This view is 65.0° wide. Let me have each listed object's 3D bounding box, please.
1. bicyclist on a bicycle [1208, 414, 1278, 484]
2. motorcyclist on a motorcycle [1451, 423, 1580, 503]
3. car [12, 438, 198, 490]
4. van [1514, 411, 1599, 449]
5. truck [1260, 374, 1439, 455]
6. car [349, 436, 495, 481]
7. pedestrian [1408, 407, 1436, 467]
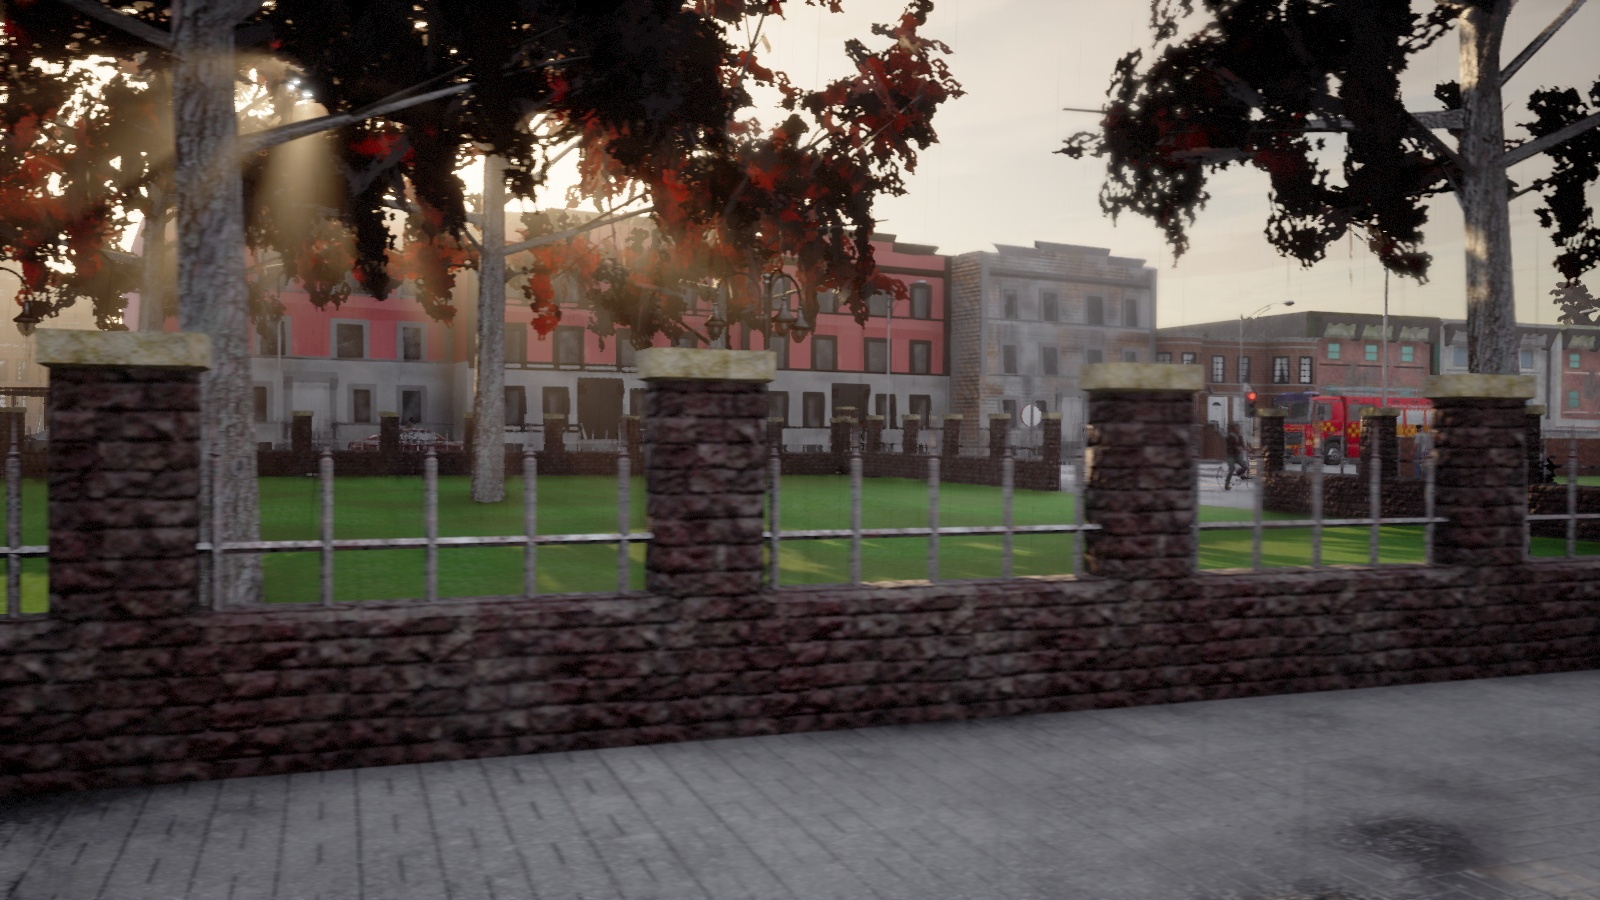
[{"bbox_3d":[11.580,-0.029,32.895,0.659,1.776,1.843,-1,1,-21],"label":"bicyclist on a bicycle"},{"bbox_3d":[14.375,0.229,25.314,0.866,1.530,2.191,-1,1,-22],"label":"motorcyclist on a motorcycle"},{"bbox_3d":[-21.843,0.404,39.699,4.892,1.490,1.837,-1,1,-20],"label":"car"},{"bbox_3d":[40.558,-1.077,67.011,4.442,1.987,1.775,-1,1,-20],"label":"van"},{"bbox_3d":[27.188,-1.747,62.080,8.468,3.827,2.891,-1,1,-20],"label":"truck"},{"bbox_3d":[-12.959,0.260,42.996,4.674,1.442,1.812,-1,1,-20],"label":"car"},{"bbox_3d":[19.222,-0.394,38.803,0.354,1.836,0.706,-1,1,-25],"label":"pedestrian"}]
